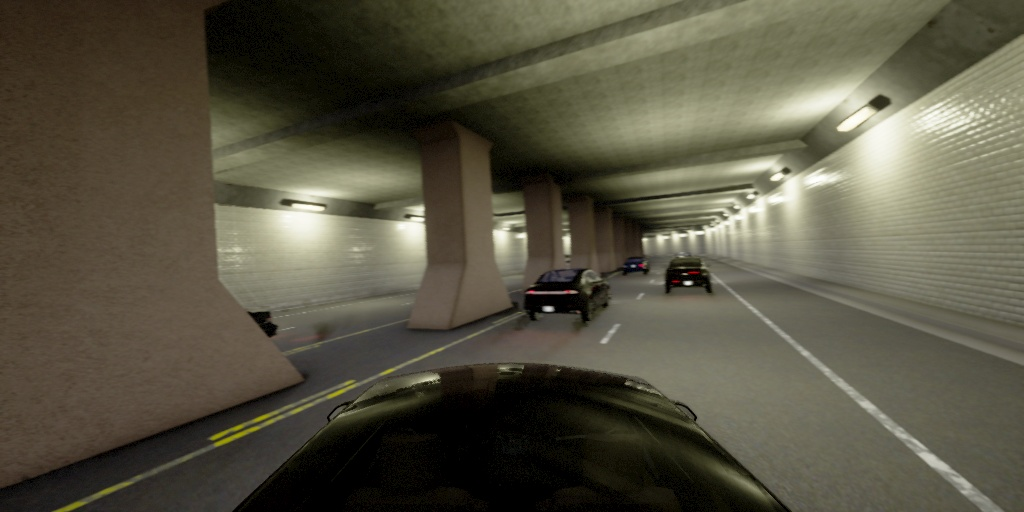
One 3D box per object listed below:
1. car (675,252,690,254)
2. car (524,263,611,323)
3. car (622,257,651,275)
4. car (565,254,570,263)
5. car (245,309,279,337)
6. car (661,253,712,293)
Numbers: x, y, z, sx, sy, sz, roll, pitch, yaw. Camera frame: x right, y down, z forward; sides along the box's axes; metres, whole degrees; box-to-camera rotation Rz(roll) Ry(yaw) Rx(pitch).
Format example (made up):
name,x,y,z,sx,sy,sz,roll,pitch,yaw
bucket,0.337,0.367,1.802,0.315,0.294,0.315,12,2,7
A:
name,x,y,z,sx,sy,sz,roll,pitch,yaw
car,15.764,0.403,33.079,2.128,1.511,4.902,-3,0,25
car,1.990,1.150,11.805,2.128,1.511,4.902,-3,0,25
car,10.333,0.766,29.694,2.033,1.411,5.357,-3,0,25
car,7.859,0.741,49.466,2.150,2.045,5.566,-3,0,25
car,-7.976,1.776,7.437,2.033,1.411,5.357,-3,0,25
car,8.246,0.812,16.950,1.837,1.490,4.892,-3,0,25
